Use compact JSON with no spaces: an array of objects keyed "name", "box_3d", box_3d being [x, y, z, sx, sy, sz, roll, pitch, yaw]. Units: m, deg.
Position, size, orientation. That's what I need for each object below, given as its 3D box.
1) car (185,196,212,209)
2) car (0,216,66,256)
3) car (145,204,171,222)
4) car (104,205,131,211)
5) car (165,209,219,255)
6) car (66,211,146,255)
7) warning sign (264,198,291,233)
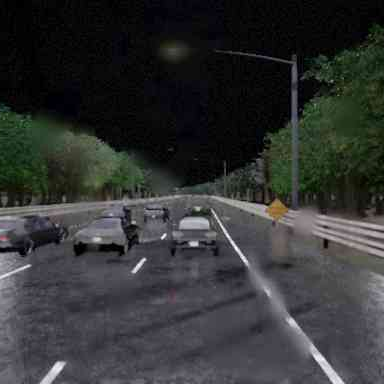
[{"name":"car","box_3d":[0.539,1.471,28.399,2.150,2.045,5.566,0,0,2]},{"name":"car","box_3d":[-6.886,1.671,13.622,2.033,1.411,5.357,0,0,1]},{"name":"car","box_3d":[-2.947,1.750,28.788,2.128,1.511,4.902,0,0,2]},{"name":"car","box_3d":[-6.446,1.821,28.877,1.994,1.385,4.181,0,0,2]},{"name":"car","box_3d":[0.126,1.654,13.877,1.812,1.442,4.674,0,0,1]},{"name":"car","box_3d":[-3.372,1.692,13.911,1.994,1.385,4.181,0,0,1]},{"name":"warning sign","box_3d":[4.788,1.288,18.706,1.300,1.860,1.060,0,0,2]}]
